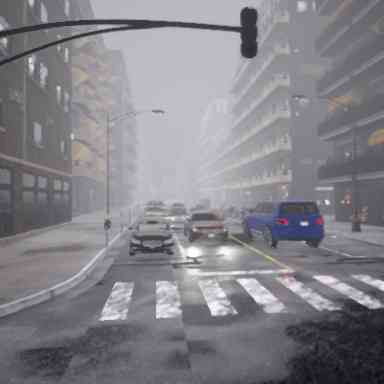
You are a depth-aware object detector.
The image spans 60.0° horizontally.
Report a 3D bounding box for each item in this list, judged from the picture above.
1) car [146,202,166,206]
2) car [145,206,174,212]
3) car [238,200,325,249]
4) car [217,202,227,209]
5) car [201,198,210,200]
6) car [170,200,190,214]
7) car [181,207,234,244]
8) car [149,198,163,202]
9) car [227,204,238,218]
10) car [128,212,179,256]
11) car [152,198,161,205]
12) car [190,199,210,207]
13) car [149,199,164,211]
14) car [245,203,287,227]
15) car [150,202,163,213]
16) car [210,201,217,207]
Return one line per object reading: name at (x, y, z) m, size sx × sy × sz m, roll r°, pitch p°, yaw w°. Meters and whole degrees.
car at (-3.321, 1.932, 30.394) m, size 1.887 × 1.381 × 4.507 m, roll 0°, pitch -1°, yaw -6°
car at (-2.156, 1.766, 19.149) m, size 1.752 × 1.417 × 4.829 m, roll 0°, pitch -1°, yaw -6°
car at (4.087, 1.373, 15.695) m, size 2.150 × 2.045 × 5.566 m, roll 0°, pitch -1°, yaw -7°
car at (4.445, 1.958, 36.762) m, size 2.008 × 1.369 × 4.403 m, roll 0°, pitch -1°, yaw -6°
car at (2.152, 2.016, 58.917) m, size 2.192 × 1.841 × 5.009 m, roll 0°, pitch -1°, yaw -6°
car at (-1.620, 1.988, 39.199) m, size 1.837 × 1.490 × 4.892 m, roll 0°, pitch -1°, yaw -6°
car at (0.631, 1.722, 17.281) m, size 1.812 × 1.442 × 4.674 m, roll 0°, pitch -1°, yaw -6°
car at (-3.893, 1.775, 35.935) m, size 2.192 × 1.841 × 5.009 m, roll 0°, pitch -1°, yaw -6°
car at (5.018, 1.885, 31.225) m, size 2.008 × 1.369 × 4.403 m, roll 0°, pitch -1°, yaw -6°
car at (-1.600, 1.722, 13.780) m, size 2.008 × 1.369 × 4.403 m, roll 0°, pitch -1°, yaw -6°
car at (-9.055, 2.440, 85.774) m, size 2.192 × 1.841 × 5.009 m, roll 0°, pitch -1°, yaw -6°
car at (0.910, 2.065, 45.280) m, size 1.812 × 1.442 × 4.674 m, roll 0°, pitch -1°, yaw -5°
car at (-5.614, 1.995, 52.548) m, size 2.192 × 1.841 × 5.009 m, roll 0°, pitch -1°, yaw -6°
car at (5.592, 1.702, 25.688) m, size 1.967 × 1.590 × 4.097 m, roll 0°, pitch -1°, yaw -6°
car at (-5.024, 2.129, 46.838) m, size 1.752 × 1.417 × 4.829 m, roll 0°, pitch -1°, yaw -6°
car at (3.854, 2.008, 42.469) m, size 1.752 × 1.417 × 4.829 m, roll 0°, pitch -1°, yaw -6°
